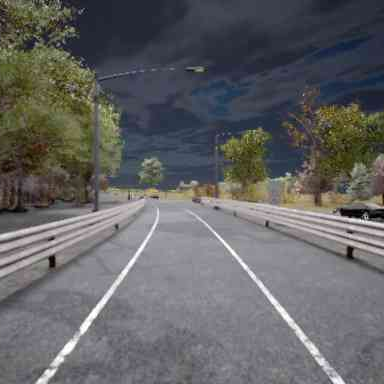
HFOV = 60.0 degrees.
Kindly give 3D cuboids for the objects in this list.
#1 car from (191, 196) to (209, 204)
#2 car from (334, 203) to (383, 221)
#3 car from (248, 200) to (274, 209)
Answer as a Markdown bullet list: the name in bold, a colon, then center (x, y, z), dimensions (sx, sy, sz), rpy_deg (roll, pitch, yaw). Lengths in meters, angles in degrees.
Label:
- **car**: center (1.482, 1.567, 64.314), dimensions (2.033, 1.411, 5.357), rpy_deg (1, 1, -22)
- **car**: center (15.043, 1.695, 29.785), dimensions (1.882, 1.535, 5.008), rpy_deg (0, 0, -21)
- **car**: center (9.179, 1.747, 44.694), dimensions (1.895, 1.301, 4.718), rpy_deg (0, 0, -21)
